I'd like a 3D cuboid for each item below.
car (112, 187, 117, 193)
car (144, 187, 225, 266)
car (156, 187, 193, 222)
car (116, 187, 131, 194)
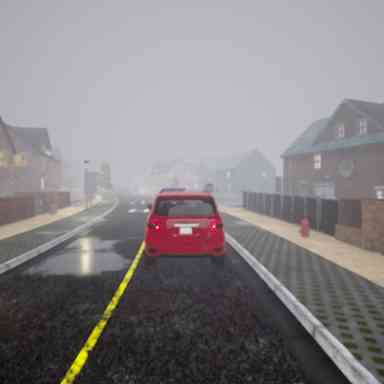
[{"bbox_3d":[-19.339,-0.567,85.587,1.882,1.535,5.008,0,1,-23],"label":"car"},{"bbox_3d":[-0.292,0.966,10.755,2.150,2.045,5.566,0,1,-3],"label":"car"},{"bbox_3d":[-1.250,0.690,22.440,2.150,2.045,5.566,0,1,-5],"label":"car"},{"bbox_3d":[-15.204,-0.210,75.960,2.033,1.411,5.357,0,1,-23],"label":"car"}]
